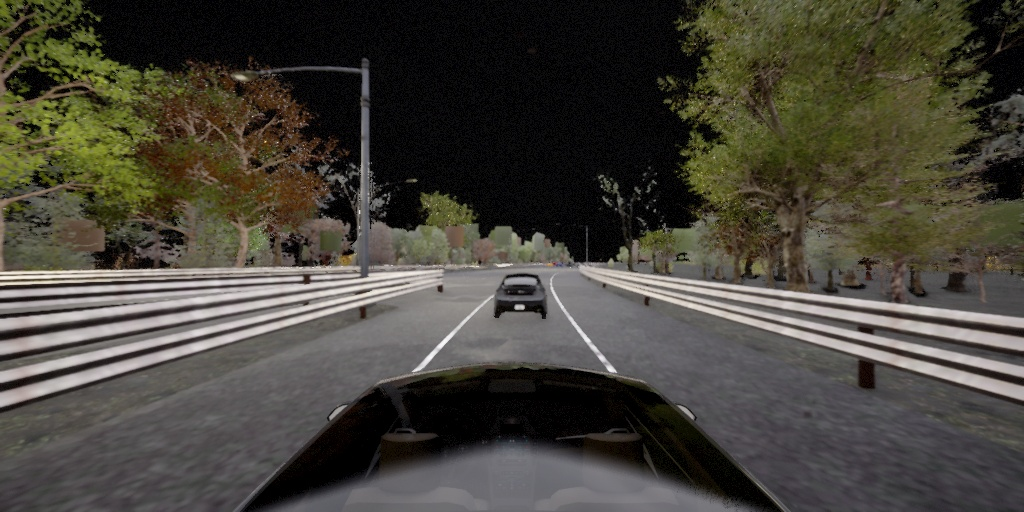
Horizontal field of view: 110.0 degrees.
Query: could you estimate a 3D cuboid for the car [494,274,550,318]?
[{"bbox_3d":[0.389,1.412,13.849,1.837,1.490,4.892,0,0,3],"label":"car"}]
